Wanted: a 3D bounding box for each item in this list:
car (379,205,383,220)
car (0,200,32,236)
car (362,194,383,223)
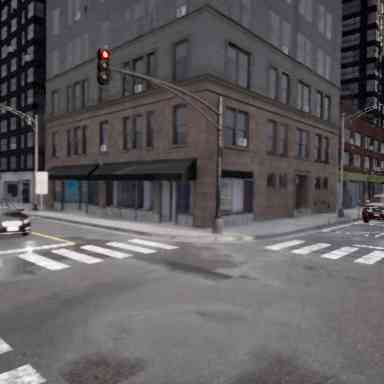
[{"bbox_3d":[10.765,1.417,15.960,1.994,1.385,4.181,2,2,43],"label":"car"},{"bbox_3d":[-8.747,1.109,14.610,4.902,1.511,2.128,2,1,43],"label":"car"},{"bbox_3d":[13.027,1.082,22.184,2.192,1.841,5.009,2,2,43],"label":"car"}]
